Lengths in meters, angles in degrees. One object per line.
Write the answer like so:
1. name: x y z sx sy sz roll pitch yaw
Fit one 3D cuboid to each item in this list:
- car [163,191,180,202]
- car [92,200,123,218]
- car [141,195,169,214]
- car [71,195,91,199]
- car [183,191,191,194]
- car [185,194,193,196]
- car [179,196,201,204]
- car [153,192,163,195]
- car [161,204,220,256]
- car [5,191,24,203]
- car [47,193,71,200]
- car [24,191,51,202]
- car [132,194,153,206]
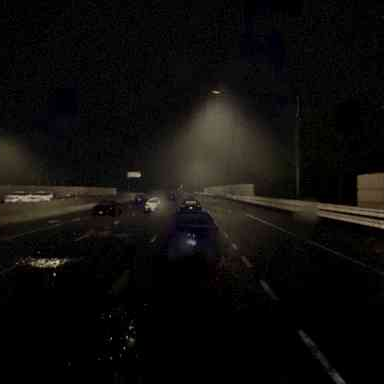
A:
1. car: -3.938 1.002 64.851 2.097 1.767 4.553 0 0 -1
2. car: -7.086 1.400 28.141 1.812 1.442 4.674 0 0 0
3. car: -3.616 1.371 32.944 1.812 1.442 4.674 0 0 0
4. car: -17.849 1.193 55.061 1.882 1.535 5.008 0 0 0
5. car: -0.601 1.052 76.157 1.882 1.535 5.008 0 0 -1
6. car: -0.284 1.331 52.154 1.895 1.301 4.718 0 0 -1
7. car: -0.111 1.413 32.137 1.994 1.385 4.181 0 0 0
8. car: -7.472 1.141 67.315 1.837 1.490 4.892 0 0 -1
9. car: -0.019 1.441 12.961 1.882 1.535 5.008 0 0 0
10. car: -28.332 0.941 54.671 2.150 2.045 5.566 0 0 0
11. car: -21.336 1.265 54.942 2.033 1.411 5.357 0 0 0
12. car: -24.836 0.940 54.791 2.150 2.045 5.566 0 0 0
13. car: -7.243 1.108 48.059 2.097 1.767 4.553 0 0 -1
